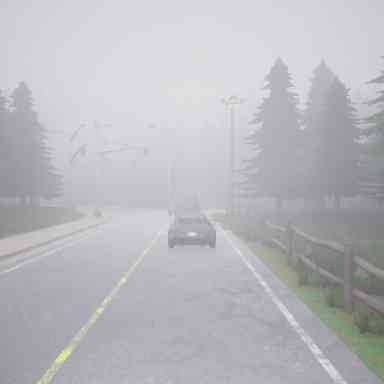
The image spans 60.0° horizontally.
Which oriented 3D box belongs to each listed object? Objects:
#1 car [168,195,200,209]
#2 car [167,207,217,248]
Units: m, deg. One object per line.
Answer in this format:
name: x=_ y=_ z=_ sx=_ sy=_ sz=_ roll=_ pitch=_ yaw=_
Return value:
car: x=-0.781 y=1.257 z=30.003 sx=2.150 sy=2.045 sz=5.566 roll=0 pitch=0 yaw=-13
car: x=0.000 y=1.571 z=14.643 sx=1.994 sy=1.385 sz=4.181 roll=0 pitch=0 yaw=0
